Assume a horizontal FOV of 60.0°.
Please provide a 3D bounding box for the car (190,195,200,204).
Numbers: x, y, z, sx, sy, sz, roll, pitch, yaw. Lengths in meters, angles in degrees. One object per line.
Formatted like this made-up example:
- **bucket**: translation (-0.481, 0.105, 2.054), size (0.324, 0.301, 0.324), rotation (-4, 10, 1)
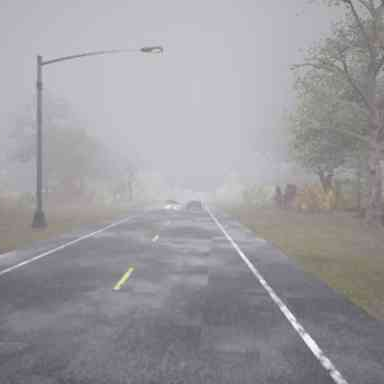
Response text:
- **car**: translation (0.504, 1.334, 61.609), size (1.812, 1.442, 4.674), rotation (0, 0, 1)

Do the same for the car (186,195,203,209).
- **car**: translation (0.302, 1.393, 42.910), size (1.812, 1.442, 4.674), rotation (0, 0, 1)

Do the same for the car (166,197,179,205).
- **car**: translation (-3.212, 1.433, 54.311), size (1.895, 1.301, 4.718), rotation (0, 0, 1)
